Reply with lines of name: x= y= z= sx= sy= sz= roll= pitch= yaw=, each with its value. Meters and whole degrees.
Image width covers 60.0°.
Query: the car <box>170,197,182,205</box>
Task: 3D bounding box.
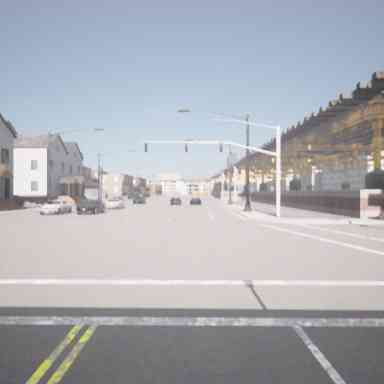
car: x=-2.846 y=1.541 z=59.199 sx=2.128 sy=1.511 sz=4.902 roll=0 pitch=0 yaw=1

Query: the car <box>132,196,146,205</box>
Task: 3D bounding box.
car: x=-9.832 y=1.529 z=62.143 sx=1.882 sy=1.535 sz=5.008 roll=0 pitch=0 yaw=2

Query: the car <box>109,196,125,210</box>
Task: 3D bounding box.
car: x=-10.268 y=1.563 z=43.981 sx=1.812 sy=1.442 sz=4.674 roll=0 pitch=0 yaw=1

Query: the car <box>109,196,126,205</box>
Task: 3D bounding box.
car: x=-13.393 y=1.556 z=59.898 sx=1.837 sy=1.490 sz=4.892 roll=0 pitch=0 yaw=2

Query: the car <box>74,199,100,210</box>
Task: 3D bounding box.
car: x=-13.775 y=1.600 z=43.741 sx=1.994 sy=1.385 sz=4.181 roll=0 pitch=0 yaw=2

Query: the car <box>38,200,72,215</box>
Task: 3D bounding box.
car: x=-13.988 y=1.554 z=34.447 sx=1.812 sy=1.442 sz=4.674 roll=0 pitch=0 yaw=1

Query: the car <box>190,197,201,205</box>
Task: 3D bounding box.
car: x=0.653 y=1.613 z=59.122 sx=1.994 sy=1.385 sz=4.181 roll=0 pitch=0 yaw=1

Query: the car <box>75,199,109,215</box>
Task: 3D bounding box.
car: x=-10.480 y=1.534 z=34.744 sx=1.837 sy=1.490 sz=4.892 roll=0 pitch=0 yaw=1
